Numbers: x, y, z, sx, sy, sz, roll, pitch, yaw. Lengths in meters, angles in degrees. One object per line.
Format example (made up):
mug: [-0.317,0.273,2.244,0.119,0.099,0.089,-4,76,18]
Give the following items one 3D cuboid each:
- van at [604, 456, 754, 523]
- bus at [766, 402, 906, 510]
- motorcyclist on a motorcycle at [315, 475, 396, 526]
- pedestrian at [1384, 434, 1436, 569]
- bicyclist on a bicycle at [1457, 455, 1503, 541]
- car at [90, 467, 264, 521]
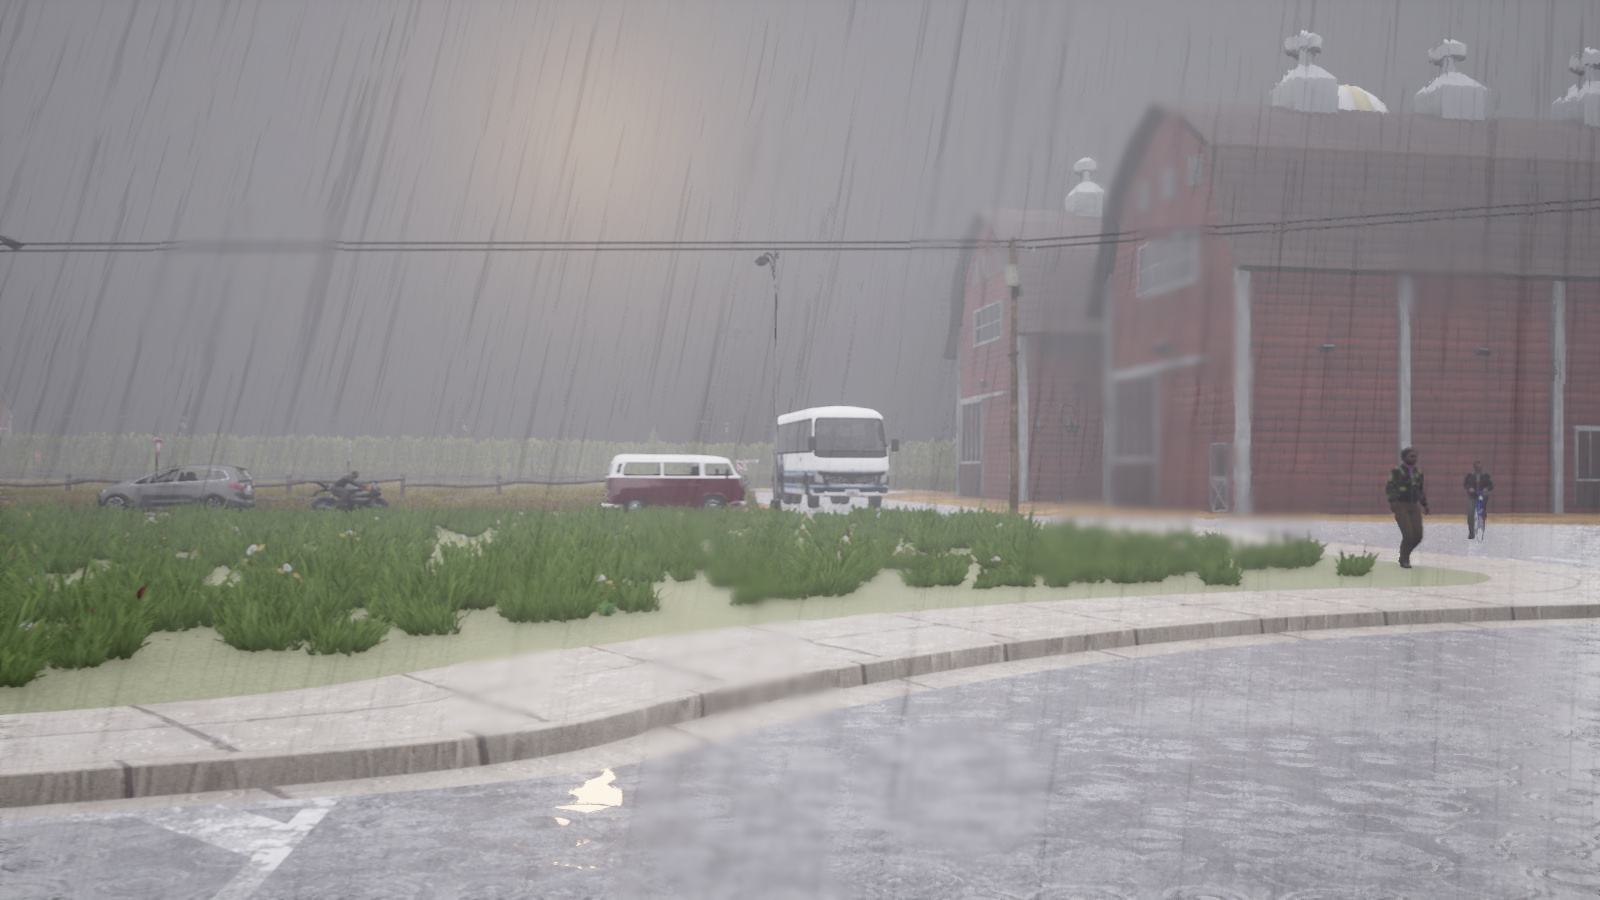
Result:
van: [-3.876,1.210,39.977,4.480,2.038,2.069,0,0,-14]
bus: [1.297,0.338,54.887,3.944,4.253,10.273,0,-1,-11]
motorcyclist on a motorcycle: [-13.535,1.533,38.283,2.191,1.530,0.866,0,-1,-9]
pedestrian: [8.883,0.737,18.306,0.395,1.930,0.692,0,-1,-2]
bicyclist on a bicycle: [14.940,1.023,27.615,0.659,1.776,1.843,1,1,22]
car: [-20.161,1.409,40.832,4.611,1.667,2.242,0,-1,-8]
